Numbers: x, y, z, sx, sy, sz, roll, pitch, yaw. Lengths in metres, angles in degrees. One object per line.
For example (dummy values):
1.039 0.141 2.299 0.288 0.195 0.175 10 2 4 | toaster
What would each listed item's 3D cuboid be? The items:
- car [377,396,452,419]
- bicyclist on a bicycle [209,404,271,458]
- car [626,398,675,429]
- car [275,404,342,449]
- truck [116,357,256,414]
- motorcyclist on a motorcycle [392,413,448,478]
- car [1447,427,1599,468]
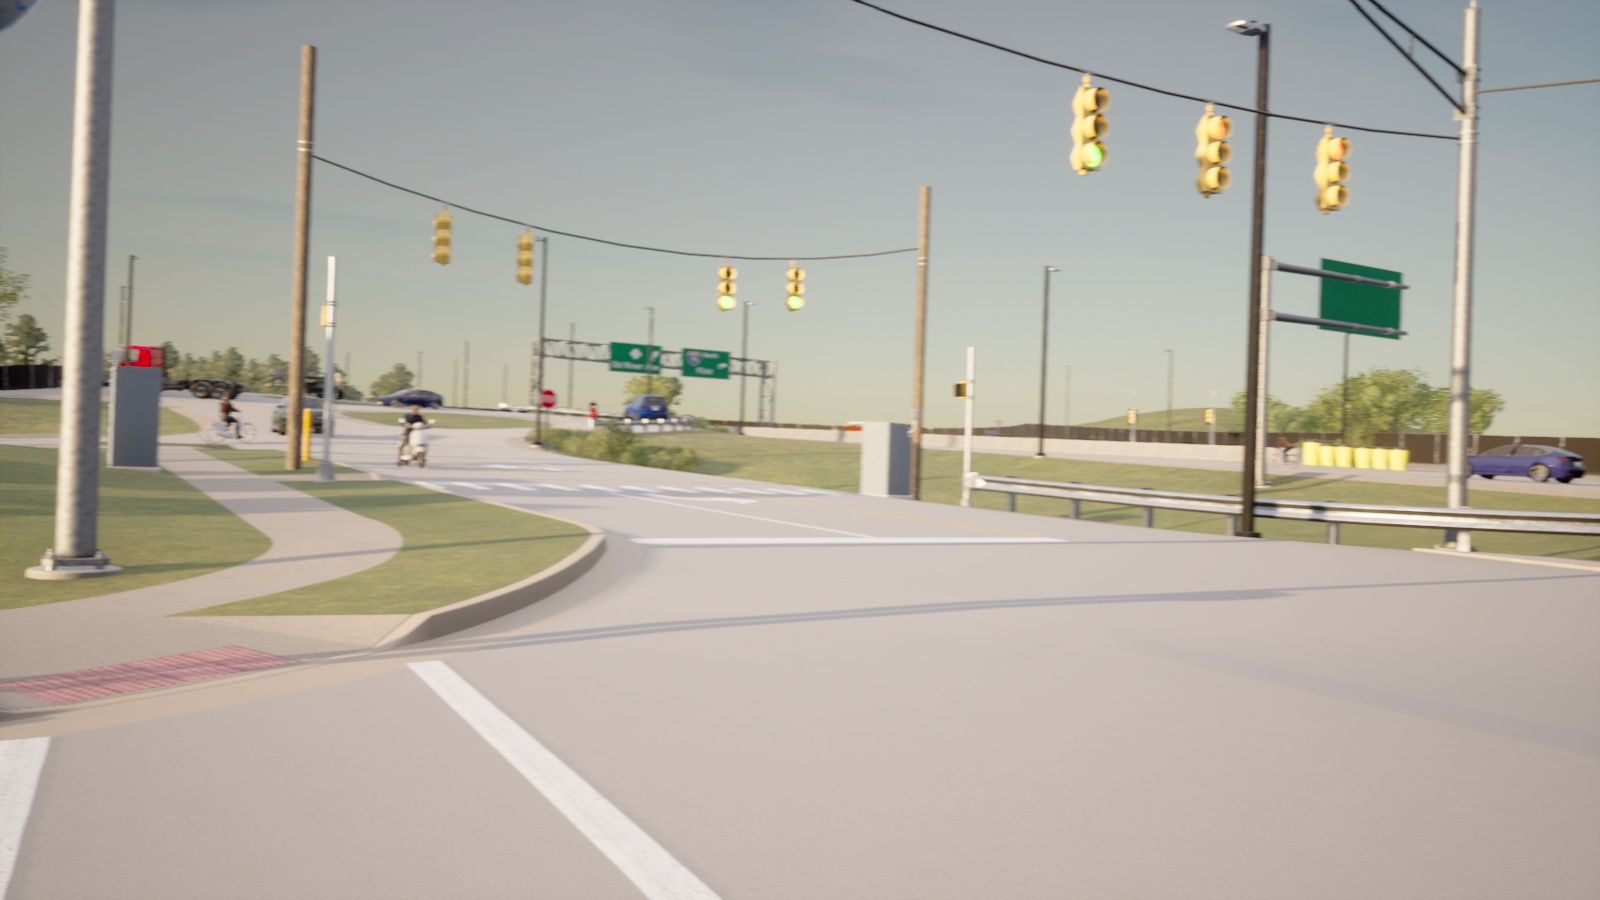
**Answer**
-28.479 -3.148 92.889 4.792 1.488 2.163 0 4 -42 | car
-19.048 -0.651 42.731 0.659 1.776 1.843 0 1 31 | bicyclist on a bicycle
-10.462 -2.569 87.570 2.150 2.045 5.566 1 2 -20 | car
-20.837 -1.020 53.144 2.097 1.767 4.553 1 2 -28 | car
-41.663 -4.361 85.415 7.936 3.462 2.891 2 3 -8 | truck
-9.646 -0.133 31.835 0.866 1.590 1.817 1 1 -33 | motorcyclist on a motorcycle
28.539 -0.119 49.676 2.163 1.488 4.792 1 1 -31 | car
